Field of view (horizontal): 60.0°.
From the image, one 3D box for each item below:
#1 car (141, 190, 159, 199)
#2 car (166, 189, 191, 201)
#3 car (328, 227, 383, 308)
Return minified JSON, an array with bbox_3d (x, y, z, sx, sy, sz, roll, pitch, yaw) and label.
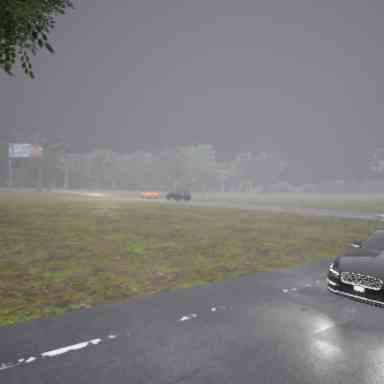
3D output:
[{"bbox_3d":[-8.344,0.474,66.028,2.097,1.767,4.553,2,0,-35],"label":"car"},{"bbox_3d":[-2.346,0.540,57.583,2.150,2.045,5.566,2,0,-35],"label":"car"},{"bbox_3d":[5.009,1.501,7.443,4.892,1.490,1.837,0,0,-35],"label":"car"}]
